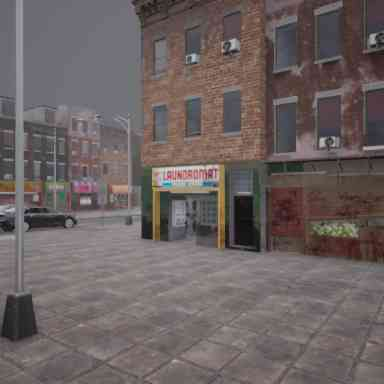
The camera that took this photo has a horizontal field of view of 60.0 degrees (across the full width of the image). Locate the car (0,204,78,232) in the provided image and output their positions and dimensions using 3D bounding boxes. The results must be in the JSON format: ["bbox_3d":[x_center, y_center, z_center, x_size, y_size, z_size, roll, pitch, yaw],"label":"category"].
[{"bbox_3d":[-9.290,1.574,20.184,1.837,1.490,4.892,0,0,35],"label":"car"}]
